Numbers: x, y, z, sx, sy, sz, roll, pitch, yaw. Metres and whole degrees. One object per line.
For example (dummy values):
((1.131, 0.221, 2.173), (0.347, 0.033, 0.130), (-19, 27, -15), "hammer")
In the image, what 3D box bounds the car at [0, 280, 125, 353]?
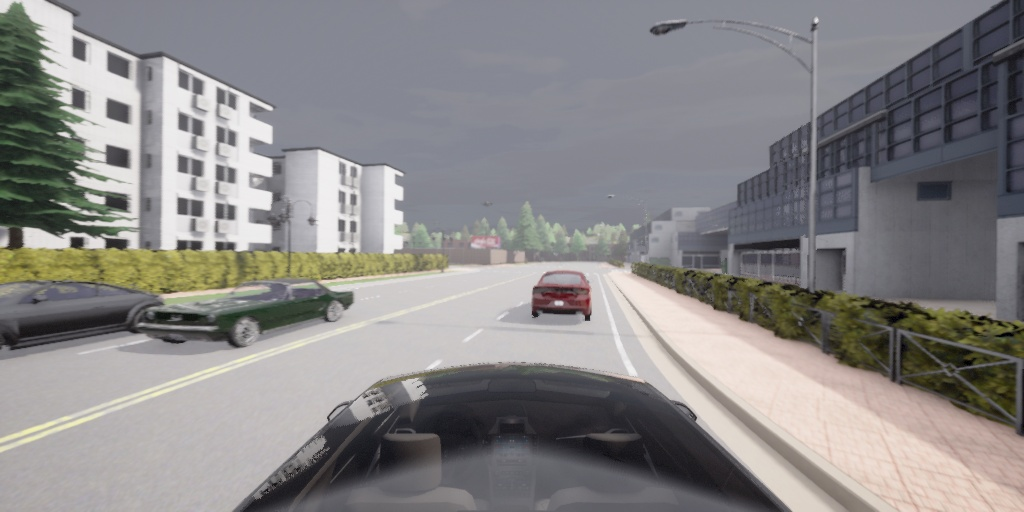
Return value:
((-9.946, 1.201, 7.467), (1.994, 1.385, 4.181), (1, 0, 8), "car")

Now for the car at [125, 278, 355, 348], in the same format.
((-6.214, 1.279, 9.195), (1.895, 1.301, 4.718), (1, 0, 9), "car")

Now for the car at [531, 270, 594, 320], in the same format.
((1.883, 1.244, 12.950), (1.882, 1.535, 5.008), (1, 0, 12), "car")
